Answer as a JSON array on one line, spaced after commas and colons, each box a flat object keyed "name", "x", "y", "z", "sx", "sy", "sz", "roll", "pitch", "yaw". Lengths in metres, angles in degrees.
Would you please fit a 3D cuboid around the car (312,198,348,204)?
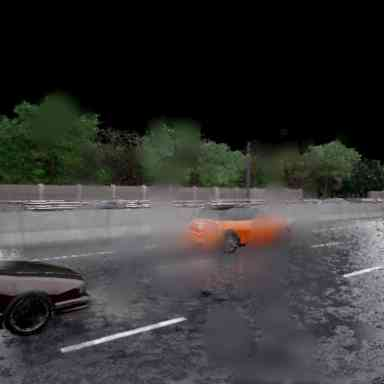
[{"name": "car", "x": 17.914, "y": 1.578, "z": 42.482, "sx": 4.553, "sy": 1.767, "sz": 2.097, "roll": 0, "pitch": 0, "yaw": -35}]

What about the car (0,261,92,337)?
[{"name": "car", "x": -4.372, "y": 1.547, "z": 4.927, "sx": 5.357, "sy": 1.411, "sz": 2.033, "roll": 0, "pitch": 0, "yaw": -36}]

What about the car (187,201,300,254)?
[{"name": "car", "x": 2.092, "y": 1.378, "z": 13.835, "sx": 4.553, "sy": 1.767, "sz": 2.097, "roll": 0, "pitch": 0, "yaw": -36}]

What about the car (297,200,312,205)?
[{"name": "car", "x": 14.506, "y": 1.779, "z": 44.367, "sx": 4.181, "sy": 1.385, "sz": 1.994, "roll": 1, "pitch": 0, "yaw": -35}]

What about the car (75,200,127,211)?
[{"name": "car", "x": -8.708, "y": 1.527, "z": 32.170, "sx": 4.902, "sy": 1.511, "sz": 2.128, "roll": 0, "pitch": 0, "yaw": -35}]

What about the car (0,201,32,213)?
[{"name": "car", "x": -10.842, "y": 1.351, "z": 17.753, "sx": 4.553, "sy": 1.767, "sz": 2.097, "roll": 0, "pitch": 0, "yaw": -35}]
